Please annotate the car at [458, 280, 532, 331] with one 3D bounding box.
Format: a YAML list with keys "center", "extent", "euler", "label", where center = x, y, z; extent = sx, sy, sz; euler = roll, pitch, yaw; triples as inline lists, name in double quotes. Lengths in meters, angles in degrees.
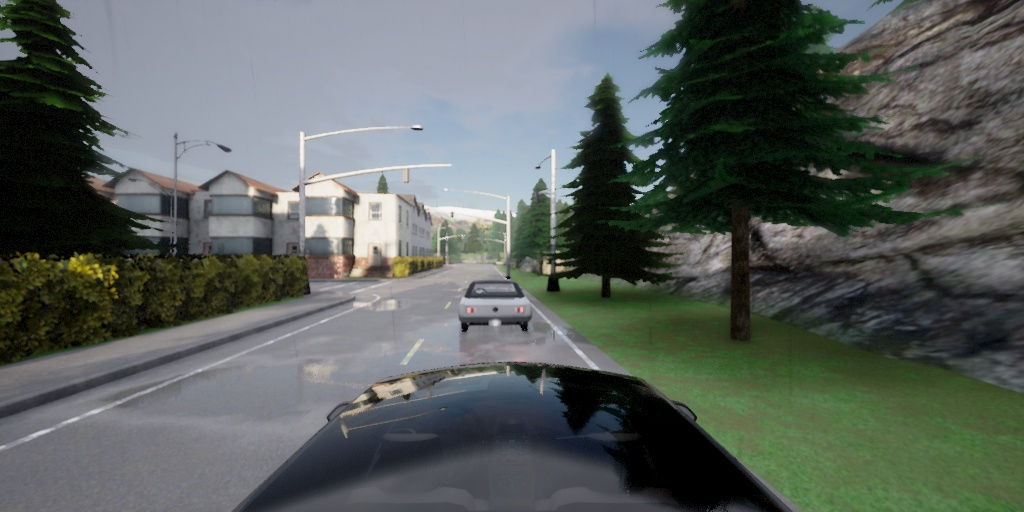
- center: [-0.574, 1.392, 11.197]
  extent: [1.895, 1.301, 4.718]
  euler: [0, 0, -4]
  label: "car"
